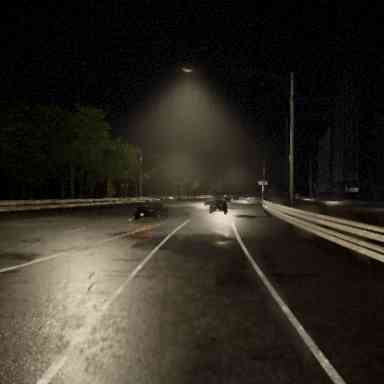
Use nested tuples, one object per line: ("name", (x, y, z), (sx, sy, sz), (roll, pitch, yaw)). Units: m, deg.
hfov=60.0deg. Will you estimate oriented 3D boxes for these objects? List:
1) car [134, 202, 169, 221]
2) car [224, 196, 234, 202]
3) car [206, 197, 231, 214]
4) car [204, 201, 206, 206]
("car", (-3.250, 1.536, 27.024), (1.812, 1.442, 4.674), (1, 0, 12))
("car", (8.891, 1.803, 83.760), (1.837, 1.490, 4.892), (1, 0, 12))
("car", (3.072, 1.606, 37.248), (1.837, 1.490, 4.892), (0, 0, 9))
("car", (3.470, 1.769, 58.339), (1.895, 1.301, 4.718), (1, 0, 12))
